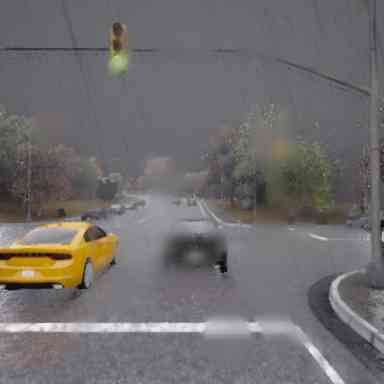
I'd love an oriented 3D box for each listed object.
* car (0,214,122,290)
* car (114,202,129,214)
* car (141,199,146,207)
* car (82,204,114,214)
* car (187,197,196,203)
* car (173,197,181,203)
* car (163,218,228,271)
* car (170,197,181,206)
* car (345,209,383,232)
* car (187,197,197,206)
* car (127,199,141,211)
[{"bbox_3d":[-3.403,1.593,9.381,1.882,1.535,5.008,0,-1,0],"label":"car"},{"bbox_3d":[-10.583,2.433,46.762,1.812,1.442,4.674,0,0,0],"label":"car"},{"bbox_3d":[-10.499,2.148,67.446,2.033,1.411,5.357,0,1,0],"label":"car"},{"bbox_3d":[-10.611,2.372,36.890,2.033,1.411,5.357,0,-1,1],"label":"car"},{"bbox_3d":[-0.116,1.910,78.879,1.994,1.385,4.181,0,1,-3],"label":"car"},{"bbox_3d":[-3.617,1.904,78.893,1.994,1.385,4.181,0,1,-3],"label":"car"},{"bbox_3d":[0.098,1.642,11.443,1.882,1.535,5.008,0,-1,0],"label":"car"},{"bbox_3d":[-3.499,2.074,68.826,1.837,1.490,4.892,0,1,0],"label":"car"},{"bbox_3d":[13.510,1.996,23.780,4.902,1.511,2.128,0,-2,-3],"label":"car"},{"bbox_3d":[0.001,2.087,68.441,2.128,1.511,4.902,0,1,0],"label":"car"},{"bbox_3d":[-10.540,2.315,56.867,2.128,1.511,4.902,0,1,1],"label":"car"}]
